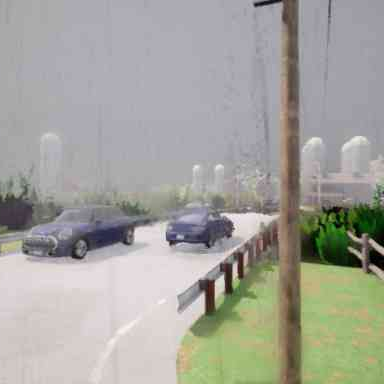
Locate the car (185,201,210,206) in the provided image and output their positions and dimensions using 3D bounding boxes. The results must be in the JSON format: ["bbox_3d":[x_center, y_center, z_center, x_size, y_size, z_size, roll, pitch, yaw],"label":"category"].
[{"bbox_3d":[0.389,1.397,24.247,1.812,1.442,4.674,0,1,22],"label":"car"}]

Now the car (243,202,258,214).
[{"bbox_3d":[8.127,2.129,44.431,2.128,1.511,4.902,0,-4,20],"label":"car"}]

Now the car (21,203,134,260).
[{"bbox_3d":[-4.127,1.350,12.735,2.097,1.767,4.553,0,0,21],"label":"car"}]

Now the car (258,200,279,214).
[{"bbox_3d":[8.847,1.669,35.865,2.128,1.511,4.902,0,-3,21],"label":"car"}]

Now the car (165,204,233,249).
[{"bbox_3d":[0.436,1.488,14.534,1.812,1.442,4.674,0,1,22],"label":"car"}]
